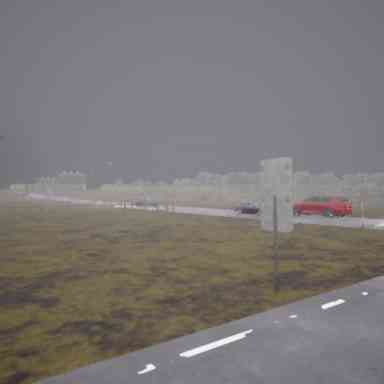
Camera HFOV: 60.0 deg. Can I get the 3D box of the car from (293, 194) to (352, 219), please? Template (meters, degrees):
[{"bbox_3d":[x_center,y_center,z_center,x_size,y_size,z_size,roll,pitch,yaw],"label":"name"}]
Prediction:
[{"bbox_3d":[11.420,1.242,29.871,2.150,2.045,5.566,-2,1,-36],"label":"car"}]

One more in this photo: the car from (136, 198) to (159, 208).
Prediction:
[{"bbox_3d":[-6.730,1.621,50.136,1.837,1.490,4.892,-2,1,-35],"label":"car"}]

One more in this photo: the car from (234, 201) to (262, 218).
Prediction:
[{"bbox_3d":[6.126,1.602,32.117,2.128,1.511,4.902,-2,1,-36],"label":"car"}]
